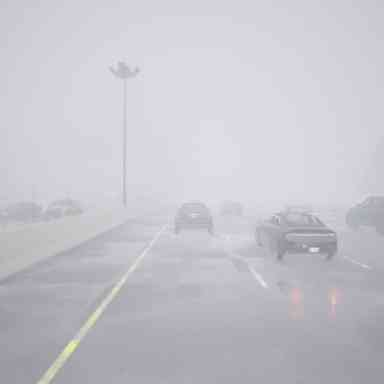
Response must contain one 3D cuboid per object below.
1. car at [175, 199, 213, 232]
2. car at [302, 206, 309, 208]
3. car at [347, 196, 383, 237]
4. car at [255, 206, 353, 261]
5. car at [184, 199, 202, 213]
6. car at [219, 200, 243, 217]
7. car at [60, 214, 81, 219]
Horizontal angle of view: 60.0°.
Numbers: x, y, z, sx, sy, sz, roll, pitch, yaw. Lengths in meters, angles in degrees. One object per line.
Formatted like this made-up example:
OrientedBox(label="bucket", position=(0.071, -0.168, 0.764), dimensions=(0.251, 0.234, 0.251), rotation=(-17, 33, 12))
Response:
OrientedBox(label="car", position=(0.095, 1.351, 19.988), dimensions=(2.097, 1.767, 4.553), rotation=(0, 0, 0))
OrientedBox(label="car", position=(7.096, 1.599, 23.007), dimensions=(1.895, 1.301, 4.718), rotation=(0, 0, 0))
OrientedBox(label="car", position=(10.596, 1.220, 18.242), dimensions=(2.150, 2.045, 5.566), rotation=(0, 0, 0))
OrientedBox(label="car", position=(3.597, 1.491, 12.240), dimensions=(2.128, 1.511, 4.902), rotation=(0, 0, 0))
OrientedBox(label="car", position=(0.093, 1.545, 38.827), dimensions=(2.033, 1.411, 5.357), rotation=(0, 0, 0))
OrientedBox(label="car", position=(3.594, 1.489, 30.979), dimensions=(2.128, 1.511, 4.902), rotation=(0, 0, 0))
OrientedBox(label="car", position=(-10.602, 1.350, 27.496), dimensions=(2.097, 1.767, 4.553), rotation=(0, 0, 0))
